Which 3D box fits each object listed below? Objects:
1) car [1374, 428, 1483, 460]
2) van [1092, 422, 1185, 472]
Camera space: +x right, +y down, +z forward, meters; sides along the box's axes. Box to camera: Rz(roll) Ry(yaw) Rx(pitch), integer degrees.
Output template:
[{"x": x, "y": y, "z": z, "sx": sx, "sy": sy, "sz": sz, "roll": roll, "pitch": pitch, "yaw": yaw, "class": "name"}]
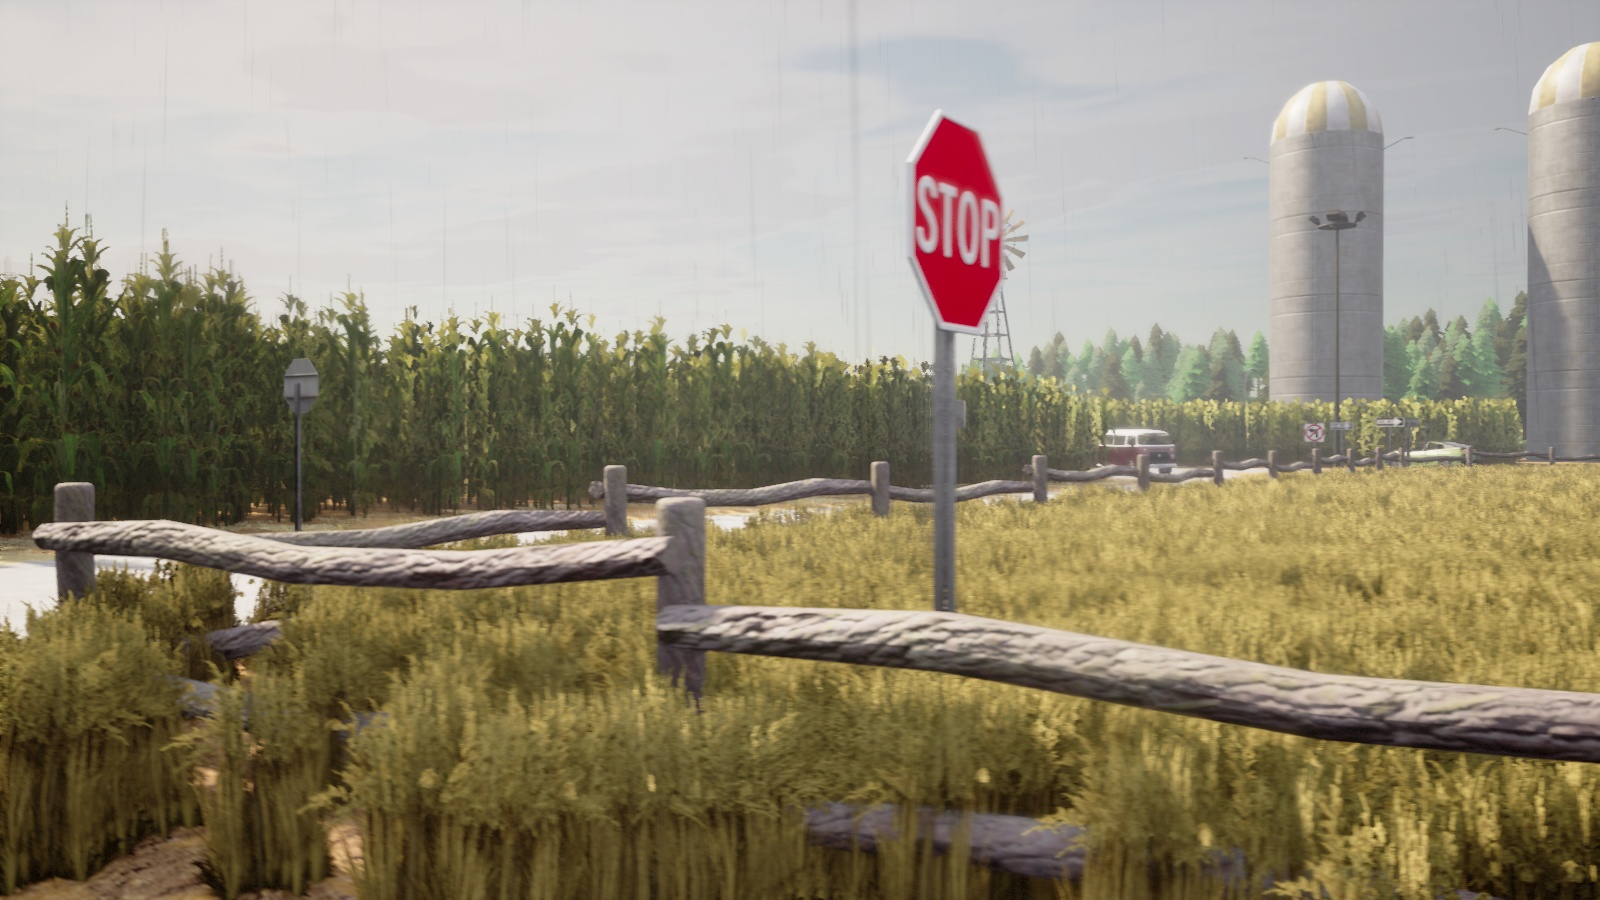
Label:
[{"x": 31.706, "y": -0.299, "z": 63.434, "sx": 2.007, "sy": 1.525, "sz": 4.514, "roll": -1, "pitch": 0, "yaw": -32, "class": "car"}, {"x": 14.533, "y": -0.146, "z": 54.184, "sx": 2.069, "sy": 2.038, "sz": 4.480, "roll": -2, "pitch": 1, "yaw": -11, "class": "van"}]
